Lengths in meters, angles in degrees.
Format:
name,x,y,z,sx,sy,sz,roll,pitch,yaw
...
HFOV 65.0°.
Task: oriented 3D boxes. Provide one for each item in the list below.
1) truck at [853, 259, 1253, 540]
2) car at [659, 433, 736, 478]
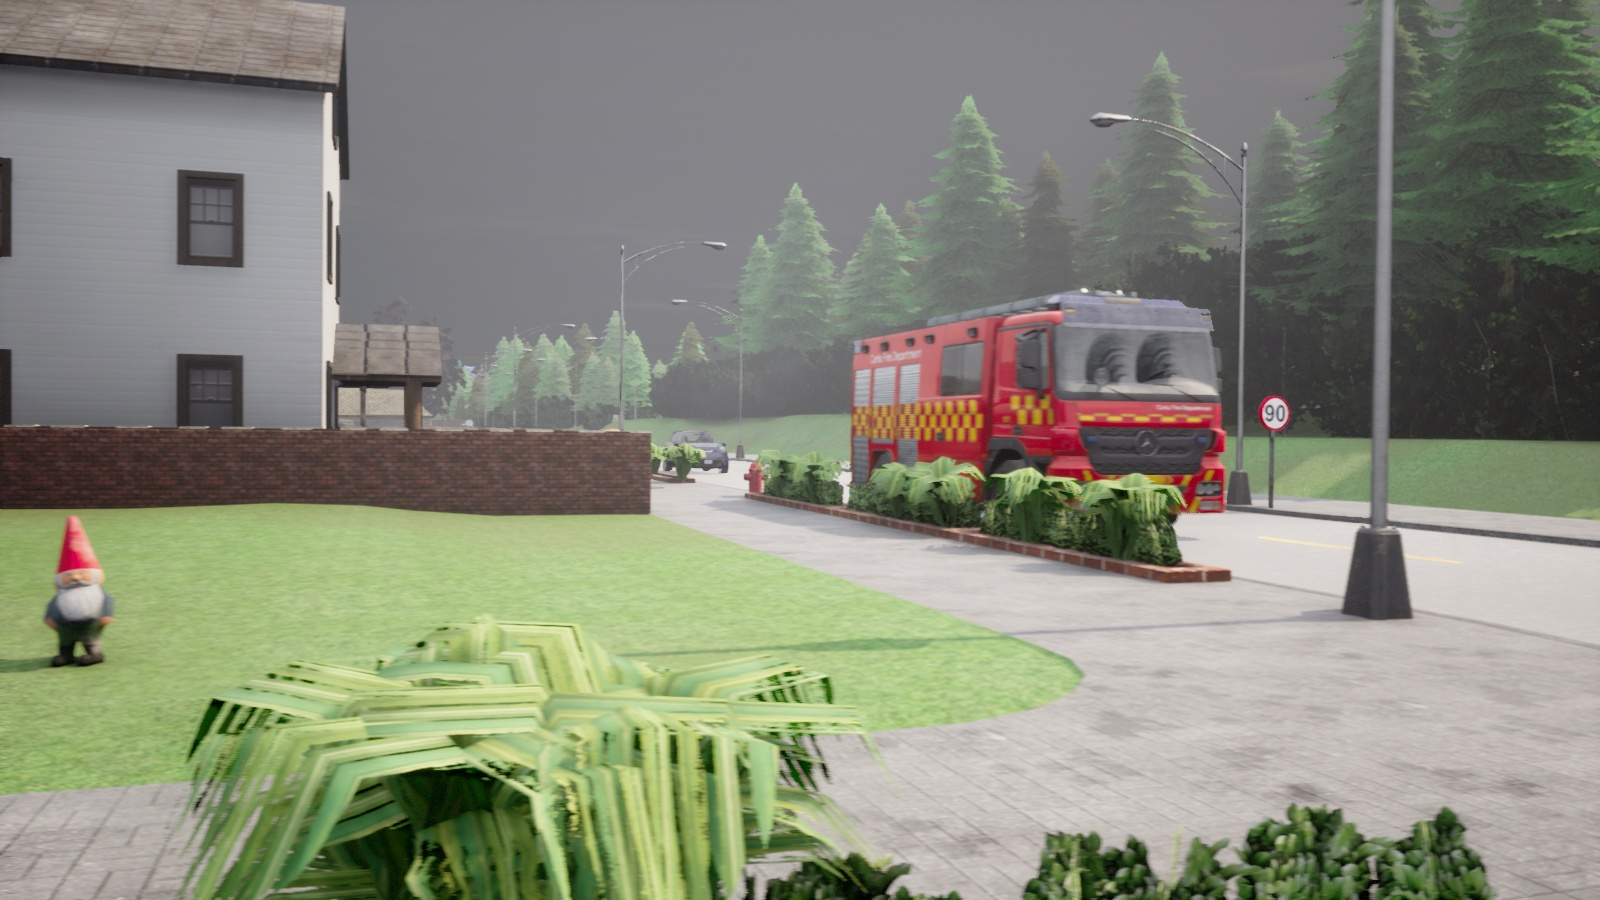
name,x,y,z,sx,sy,sz,roll,pitch,yaw
truck,3.782,-0.751,21.569,2.891,3.827,8.468,-1,1,-18
car,-3.608,0.156,43.810,1.845,1.501,3.633,-1,1,-18
